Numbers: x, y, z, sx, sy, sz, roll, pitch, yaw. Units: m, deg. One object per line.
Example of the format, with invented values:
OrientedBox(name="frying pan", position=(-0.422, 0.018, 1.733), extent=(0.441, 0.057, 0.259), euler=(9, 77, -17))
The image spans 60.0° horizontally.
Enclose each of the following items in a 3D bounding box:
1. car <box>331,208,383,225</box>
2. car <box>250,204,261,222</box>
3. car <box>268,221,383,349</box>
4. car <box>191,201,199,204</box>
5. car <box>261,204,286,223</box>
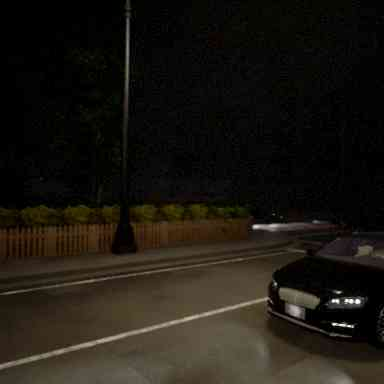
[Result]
OrientedBox(name="car", position=(11.279, 1.795, 21.231), extent=(1.812, 1.442, 4.674), euler=(1, 0, -38))
OrientedBox(name="car", position=(3.033, 1.768, 26.350), extent=(1.994, 1.385, 4.181), euler=(1, 0, -36))
OrientedBox(name="car", position=(3.565, 1.566, 6.460), extent=(4.902, 1.511, 2.128), euler=(1, 0, -35))
OrientedBox(name="car", position=(0.344, 1.749, 35.989), extent=(1.837, 1.490, 4.892), euler=(1, 0, -36))
OrientedBox(name="car", position=(5.795, 1.770, 28.503), extent=(1.812, 1.442, 4.674), euler=(1, 0, -36))
